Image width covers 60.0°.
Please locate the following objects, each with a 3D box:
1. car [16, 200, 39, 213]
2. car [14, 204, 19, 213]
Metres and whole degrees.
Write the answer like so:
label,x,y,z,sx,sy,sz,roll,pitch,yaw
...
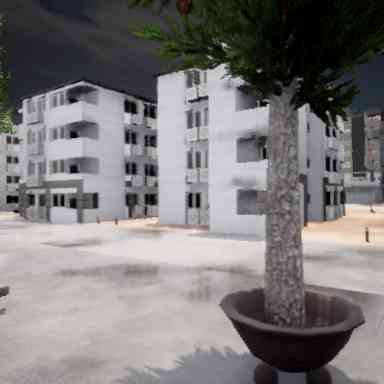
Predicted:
label,x,y,z,sx,sy,sz,roll,pitch,yaw
car,-22.217,1.911,44.812,1.845,1.501,3.633,0,-1,-43
car,-20.137,2.124,42.908,4.974,1.542,2.038,0,0,-25
